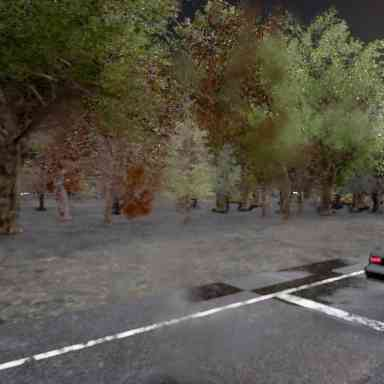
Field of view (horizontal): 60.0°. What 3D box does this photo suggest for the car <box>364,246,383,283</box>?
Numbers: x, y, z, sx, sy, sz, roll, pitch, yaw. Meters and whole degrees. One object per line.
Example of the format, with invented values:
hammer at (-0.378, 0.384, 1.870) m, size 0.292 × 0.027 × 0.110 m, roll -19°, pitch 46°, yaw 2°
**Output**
car at (6.443, 1.577, 8.340) m, size 5.357 × 1.411 × 2.033 m, roll 0°, pitch 0°, yaw -36°
